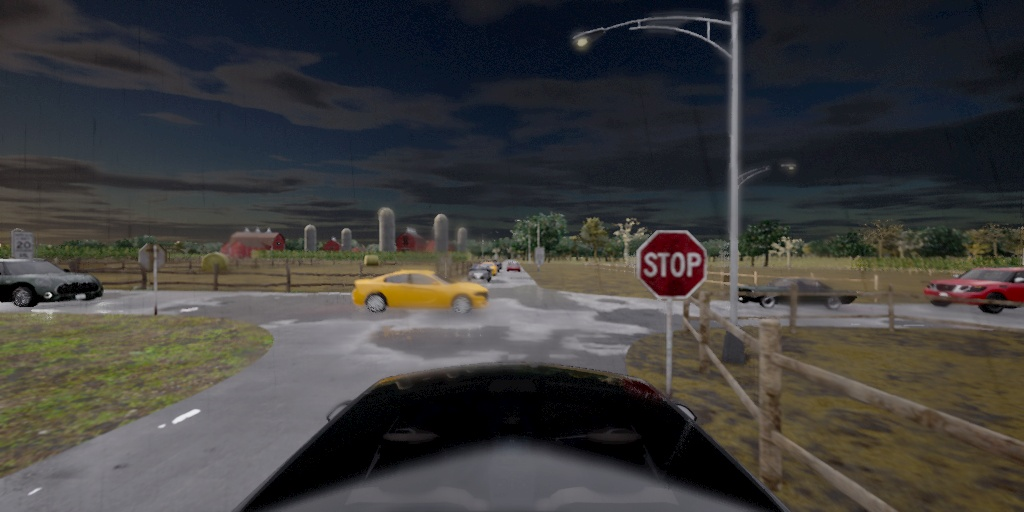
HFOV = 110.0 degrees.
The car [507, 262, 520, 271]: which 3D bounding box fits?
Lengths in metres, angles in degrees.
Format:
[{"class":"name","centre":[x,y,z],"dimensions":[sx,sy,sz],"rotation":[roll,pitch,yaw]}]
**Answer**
[{"class":"car","centre":[0.262,1.628,54.523],"dimensions":[1.994,1.385,4.181],"rotation":[0,0,0]}]

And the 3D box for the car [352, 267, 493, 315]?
[{"class":"car","centre":[-3.391,1.290,13.641],"dimensions":[5.008,1.535,1.882],"rotation":[1,0,0]}]

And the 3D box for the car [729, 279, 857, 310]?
[{"class":"car","centre":[12.801,1.700,16.631],"dimensions":[4.718,1.301,1.895],"rotation":[1,0,0]}]

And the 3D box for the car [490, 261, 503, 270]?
[{"class":"car","centre":[-2.580,1.648,61.216],"dimensions":[2.033,1.411,5.357],"rotation":[0,0,1]}]

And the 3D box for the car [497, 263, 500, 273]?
[{"class":"car","centre":[-2.721,1.469,40.549],"dimensions":[1.882,1.535,5.008],"rotation":[0,0,0]}]

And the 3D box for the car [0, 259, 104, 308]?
[{"class":"car","centre":[-18.591,0.915,13.591],"dimensions":[4.553,1.767,2.097],"rotation":[1,0,0]}]

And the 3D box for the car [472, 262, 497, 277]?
[{"class":"car","centre":[-2.716,1.430,31.152],"dimensions":[2.128,1.511,4.902],"rotation":[0,0,-1]}]

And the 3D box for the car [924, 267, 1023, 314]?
[{"class":"car","centre":[22.798,1.532,16.653],"dimensions":[5.566,2.045,2.150],"rotation":[1,0,0]}]

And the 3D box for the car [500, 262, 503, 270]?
[{"class":"car","centre":[-2.680,1.609,50.599],"dimensions":[1.994,1.385,4.181],"rotation":[0,0,0]}]
